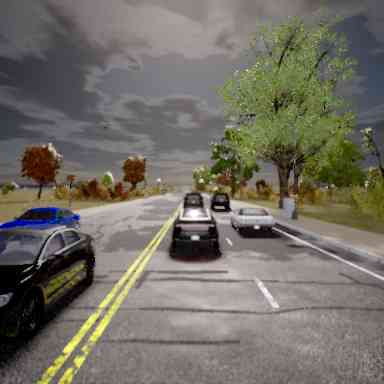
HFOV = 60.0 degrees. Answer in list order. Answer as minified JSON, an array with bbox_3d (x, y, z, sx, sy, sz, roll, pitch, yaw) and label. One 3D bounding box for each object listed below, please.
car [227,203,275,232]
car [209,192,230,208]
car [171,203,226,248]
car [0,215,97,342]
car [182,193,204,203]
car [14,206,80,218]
[{"bbox_3d":[3.380,1.532,19.520,1.895,1.301,4.718,0,0,0],"label":"car"},{"bbox_3d":[3.404,1.063,40.817,2.150,2.045,5.566,0,0,0],"label":"car"},{"bbox_3d":[0.122,1.440,14.493,2.128,1.511,4.902,0,0,0],"label":"car"},{"bbox_3d":[-3.328,1.466,6.568,2.128,1.511,4.902,0,0,0],"label":"car"},{"bbox_3d":[0.155,1.081,36.076,2.150,2.045,5.566,0,0,0],"label":"car"},{"bbox_3d":[-6.526,1.420,14.773,1.882,1.535,5.008,0,0,1],"label":"car"}]
